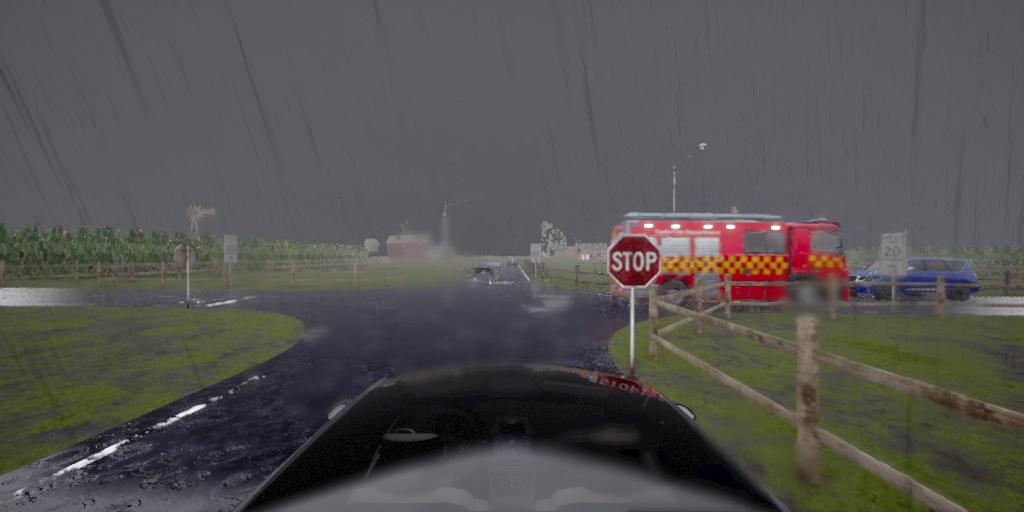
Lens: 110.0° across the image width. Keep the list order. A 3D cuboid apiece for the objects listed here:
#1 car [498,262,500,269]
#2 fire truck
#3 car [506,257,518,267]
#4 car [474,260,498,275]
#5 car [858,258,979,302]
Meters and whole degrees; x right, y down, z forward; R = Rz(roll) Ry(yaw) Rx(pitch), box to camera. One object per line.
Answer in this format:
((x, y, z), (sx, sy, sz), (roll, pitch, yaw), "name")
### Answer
((-2.841, 1.280, 53.233), (1.895, 1.301, 4.718), (0, 0, 0), "car")
((8.596, 0.148, 14.879), (8.468, 3.827, 2.891), (1, 0, 1), "fire truck")
((-0.009, 1.018, 62.299), (2.097, 1.767, 4.553), (0, 0, 0), "car")
((-2.848, 1.302, 37.726), (1.895, 1.301, 4.718), (0, 0, 0), "car")
((19.215, 1.117, 17.641), (5.566, 2.045, 2.150), (0, 0, 1), "car")
